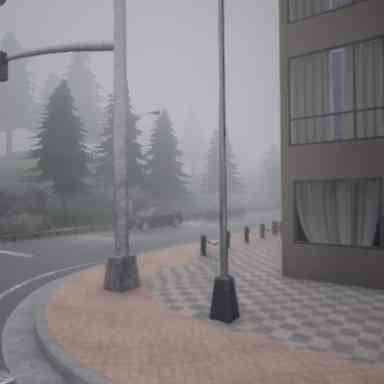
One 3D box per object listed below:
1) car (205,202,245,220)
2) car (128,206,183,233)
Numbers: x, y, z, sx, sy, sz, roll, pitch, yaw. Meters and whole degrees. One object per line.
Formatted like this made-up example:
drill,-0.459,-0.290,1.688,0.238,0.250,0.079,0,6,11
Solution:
car,3.059,1.686,29.967,1.882,1.535,5.008,-1,-1,35
car,-2.615,1.684,21.818,1.882,1.535,5.008,-1,-1,35
